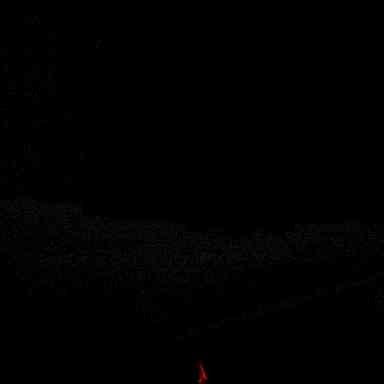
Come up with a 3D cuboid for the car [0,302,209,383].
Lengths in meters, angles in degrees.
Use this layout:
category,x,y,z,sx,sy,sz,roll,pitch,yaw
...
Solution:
category,x,y,z,sx,sy,sz,roll,pitch,yaw
car,-1.853,1.565,2.057,4.181,1.385,1.994,0,0,-35
